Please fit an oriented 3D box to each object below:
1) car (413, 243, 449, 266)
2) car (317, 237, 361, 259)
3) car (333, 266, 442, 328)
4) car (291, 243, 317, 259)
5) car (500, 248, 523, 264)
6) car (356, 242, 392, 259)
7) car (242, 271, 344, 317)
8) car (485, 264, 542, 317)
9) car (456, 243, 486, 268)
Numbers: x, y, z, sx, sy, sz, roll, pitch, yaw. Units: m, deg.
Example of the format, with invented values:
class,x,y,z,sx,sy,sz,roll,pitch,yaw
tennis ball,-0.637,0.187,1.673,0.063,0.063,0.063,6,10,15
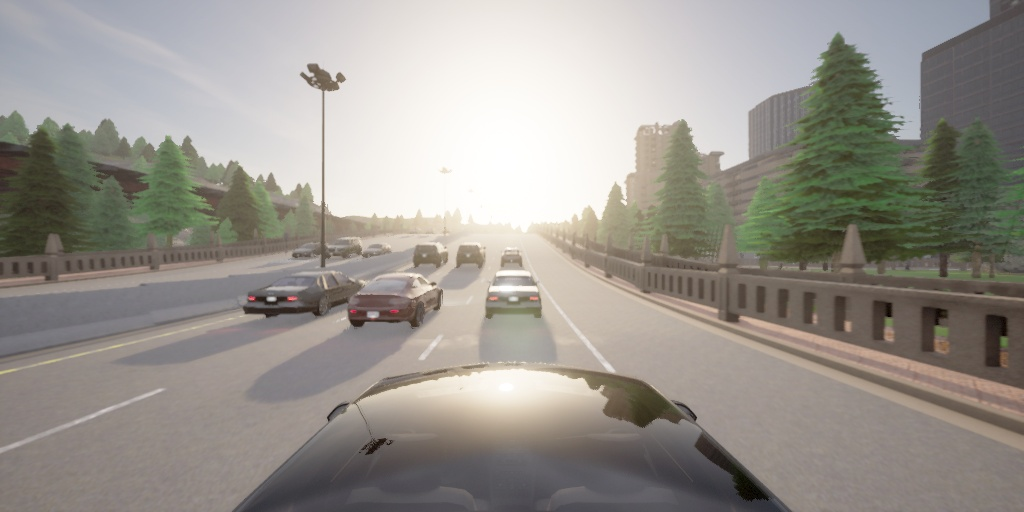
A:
class,x,y,z,sx,sy,sz,roll,pitch,yaw
car,-7.024,-0.182,31.404,2.150,2.045,5.566,0,6,0
car,-17.742,-0.878,37.890,2.150,2.045,5.566,0,7,0
car,-3.460,1.244,11.233,1.812,1.442,4.674,0,1,0
car,-21.240,-0.603,37.972,1.837,1.490,4.892,0,7,0
car,-0.030,-0.020,32.530,2.128,1.511,4.902,0,6,0
car,-14.241,-0.603,37.986,1.837,1.490,4.892,0,7,0
car,-6.956,1.236,12.880,2.033,1.411,5.357,0,1,0
car,0.045,1.235,12.858,2.033,1.411,5.357,0,1,0
car,-3.525,-0.184,31.437,2.150,2.045,5.566,0,6,0
